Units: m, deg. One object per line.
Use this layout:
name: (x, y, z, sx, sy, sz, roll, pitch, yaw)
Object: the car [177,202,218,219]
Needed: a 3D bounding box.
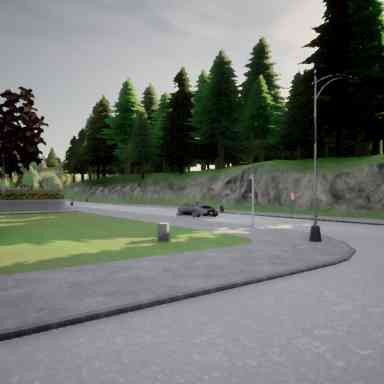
car: (0.431, 1.566, 29.196, 1.994, 1.385, 4.181, 0, 0, -35)
